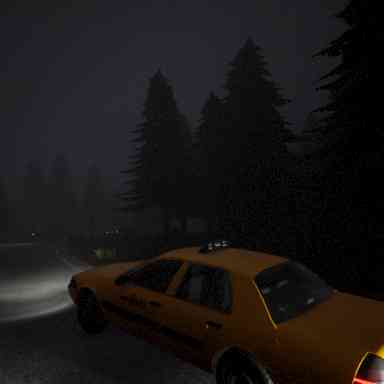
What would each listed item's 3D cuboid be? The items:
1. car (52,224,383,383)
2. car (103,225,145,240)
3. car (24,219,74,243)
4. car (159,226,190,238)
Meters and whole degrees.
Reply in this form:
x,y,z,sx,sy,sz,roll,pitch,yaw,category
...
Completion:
x,y,z,sx,sy,sz,roll,pitch,yaw,category
0.111,1.441,4.761,5.366,1.575,1.801,0,1,43,car
-7.450,4.510,36.984,2.033,1.411,5.357,-4,-8,20,car
-12.540,3.438,29.901,2.150,2.045,5.566,-4,-7,9,car
-2.326,5.544,46.289,1.882,1.535,5.008,-5,-8,30,car
